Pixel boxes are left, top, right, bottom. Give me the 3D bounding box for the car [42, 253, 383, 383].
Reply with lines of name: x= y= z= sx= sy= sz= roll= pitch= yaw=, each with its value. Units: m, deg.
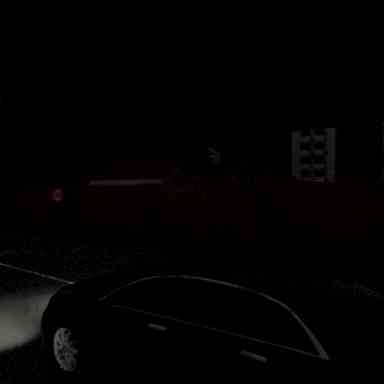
car: x=0.216 y=1.498 z=3.838 sx=4.892 sy=1.490 sz=1.837 roll=1 pitch=0 yaw=35
